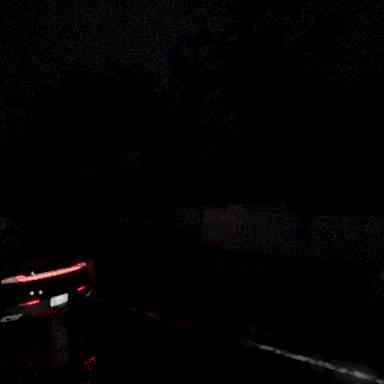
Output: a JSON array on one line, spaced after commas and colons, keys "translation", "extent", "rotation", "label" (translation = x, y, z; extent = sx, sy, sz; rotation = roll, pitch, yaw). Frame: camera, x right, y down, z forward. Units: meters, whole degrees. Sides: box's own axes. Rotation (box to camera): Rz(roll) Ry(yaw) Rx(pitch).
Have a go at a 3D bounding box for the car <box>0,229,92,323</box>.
[{"translation": [-4.108, 1.494, 6.608], "extent": [4.902, 1.511, 2.128], "rotation": [0, 0, 34], "label": "car"}]
